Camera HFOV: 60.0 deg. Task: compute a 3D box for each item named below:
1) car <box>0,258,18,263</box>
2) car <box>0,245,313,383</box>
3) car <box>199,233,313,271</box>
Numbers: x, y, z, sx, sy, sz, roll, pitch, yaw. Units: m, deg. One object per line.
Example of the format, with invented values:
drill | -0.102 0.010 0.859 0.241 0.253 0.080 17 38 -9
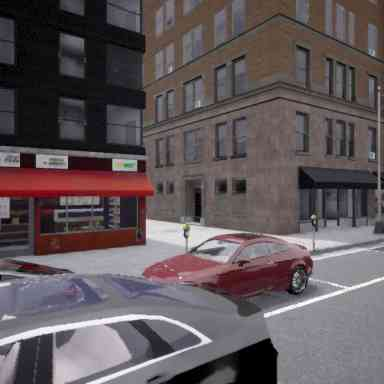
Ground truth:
car | -3.566 1.566 3.991 4.313 1.339 1.947 0 0 -35
car | -1.482 1.491 2.320 4.902 1.511 2.128 0 0 -35
car | 0.915 1.582 7.183 4.206 1.307 1.802 0 0 -35
